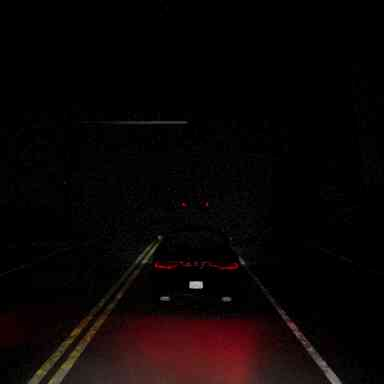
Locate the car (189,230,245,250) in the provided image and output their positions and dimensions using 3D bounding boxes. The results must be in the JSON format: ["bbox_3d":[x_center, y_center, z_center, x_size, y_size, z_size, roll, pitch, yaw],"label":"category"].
[{"bbox_3d":[2.217,4.491,30.535,4.892,1.490,1.837,-11,-16,38],"label":"car"}]

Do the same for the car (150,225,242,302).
[{"bbox_3d":[0.082,1.594,8.598,1.882,1.535,5.008,1,-1,0],"label":"car"}]
